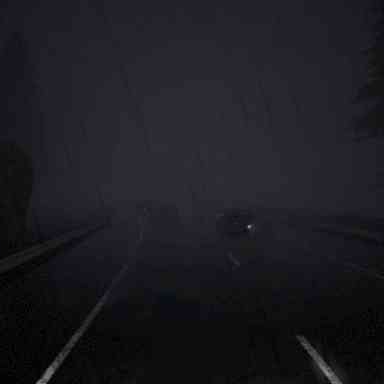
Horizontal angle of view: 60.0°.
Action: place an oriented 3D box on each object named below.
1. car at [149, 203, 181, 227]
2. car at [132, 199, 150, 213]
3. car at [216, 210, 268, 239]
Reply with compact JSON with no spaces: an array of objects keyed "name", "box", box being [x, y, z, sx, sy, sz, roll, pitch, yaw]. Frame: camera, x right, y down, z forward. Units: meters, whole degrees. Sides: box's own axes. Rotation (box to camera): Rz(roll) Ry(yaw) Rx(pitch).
[{"name":"car","box":[-1.888,1.630,23.928,1.812,1.442,4.674,0,0,-10]},{"name":"car","box":[-6.145,1.687,40.812,1.837,1.490,4.892,0,0,-18]},{"name":"car","box":[2.536,1.636,17.785,1.994,1.385,4.181,0,0,-6]}]
